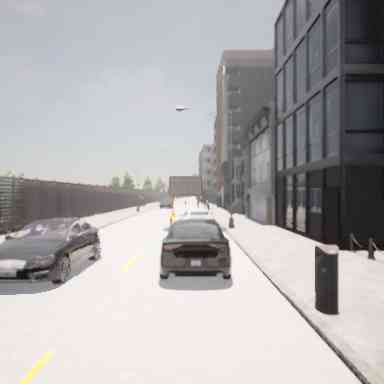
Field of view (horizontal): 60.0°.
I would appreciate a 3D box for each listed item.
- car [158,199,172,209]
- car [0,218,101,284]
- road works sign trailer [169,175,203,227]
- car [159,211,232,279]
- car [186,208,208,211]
[{"bbox_3d":[-4.106,1.912,52.455,1.837,1.490,4.892,0,0,0],"label":"car"},{"bbox_3d":[-4.103,1.569,9.872,2.128,1.511,4.902,0,0,0],"label":"car"},{"bbox_3d":[-0.486,0.645,23.178,2.380,3.560,2.880,0,0,-15],"label":"road works sign trailer"},{"bbox_3d":[0.096,1.559,10.315,1.882,1.535,5.008,0,-1,0],"label":"car"},{"bbox_3d":[0.286,1.695,19.645,1.812,1.442,4.674,-1,-2,-5],"label":"car"}]
